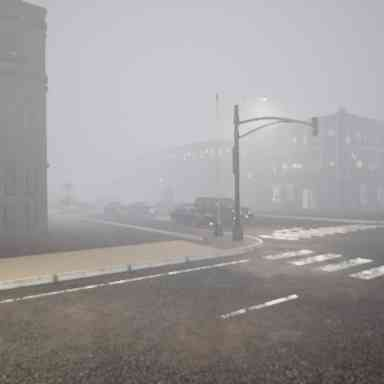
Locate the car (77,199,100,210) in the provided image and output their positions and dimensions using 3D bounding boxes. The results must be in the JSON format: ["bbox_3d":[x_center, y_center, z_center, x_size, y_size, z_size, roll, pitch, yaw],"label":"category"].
[{"bbox_3d":[-16.702,2.153,52.529,1.895,1.301,4.718,-1,0,-35],"label":"car"}]

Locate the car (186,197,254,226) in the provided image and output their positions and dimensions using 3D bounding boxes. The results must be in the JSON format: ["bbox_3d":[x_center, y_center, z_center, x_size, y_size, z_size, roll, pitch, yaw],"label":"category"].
[{"bbox_3d":[2.237,1.406,25.676,2.150,2.045,5.566,-1,0,-35],"label":"car"}]

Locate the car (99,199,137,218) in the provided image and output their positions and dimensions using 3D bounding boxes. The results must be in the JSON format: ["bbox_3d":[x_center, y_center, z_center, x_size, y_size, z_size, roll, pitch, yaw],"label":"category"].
[{"bbox_3d":[-7.901,1.815,35.474,1.967,1.590,4.097,-2,0,-35],"label":"car"}]

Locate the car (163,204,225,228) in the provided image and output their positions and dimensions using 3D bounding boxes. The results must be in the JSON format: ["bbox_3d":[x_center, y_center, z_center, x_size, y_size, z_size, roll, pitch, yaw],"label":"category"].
[{"bbox_3d":[0.035,1.784,24.088,1.947,1.339,4.313,-2,0,-35],"label":"car"}]

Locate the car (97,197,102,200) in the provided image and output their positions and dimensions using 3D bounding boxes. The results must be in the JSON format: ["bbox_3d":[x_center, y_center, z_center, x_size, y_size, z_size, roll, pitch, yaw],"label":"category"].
[{"bbox_3d":[-17.090,1.890,62.894,2.192,1.841,5.009,-2,0,-35],"label":"car"}]

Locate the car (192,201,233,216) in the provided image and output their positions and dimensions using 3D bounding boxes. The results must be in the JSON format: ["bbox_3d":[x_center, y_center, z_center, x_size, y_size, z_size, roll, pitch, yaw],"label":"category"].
[{"bbox_3d":[2.138,1.760,35.812,2.008,1.369,4.403,-2,0,-35],"label":"car"}]

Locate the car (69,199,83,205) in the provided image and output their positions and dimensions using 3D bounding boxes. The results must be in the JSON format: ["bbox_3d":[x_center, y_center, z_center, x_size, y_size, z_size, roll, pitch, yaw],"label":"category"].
[{"bbox_3d":[-26.694,2.315,76.437,1.947,1.339,4.313,-2,0,-35],"label":"car"}]

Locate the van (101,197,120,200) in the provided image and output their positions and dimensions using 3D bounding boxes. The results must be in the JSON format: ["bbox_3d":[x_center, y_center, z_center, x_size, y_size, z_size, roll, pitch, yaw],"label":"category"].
[{"bbox_3d":[-13.885,1.857,58.381,1.690,1.788,3.998,-2,0,-35],"label":"van"}]

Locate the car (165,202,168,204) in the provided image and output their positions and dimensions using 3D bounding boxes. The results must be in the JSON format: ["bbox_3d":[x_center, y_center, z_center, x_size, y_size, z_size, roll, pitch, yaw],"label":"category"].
[{"bbox_3d":[-1.065,1.854,40.327,1.802,1.307,4.206,-2,0,-35],"label":"car"}]

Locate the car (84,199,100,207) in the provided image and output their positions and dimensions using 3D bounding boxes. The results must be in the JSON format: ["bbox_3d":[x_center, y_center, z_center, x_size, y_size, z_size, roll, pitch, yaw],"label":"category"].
[{"bbox_3d":[-20.287,2.178,67.409,1.887,1.381,4.507,-2,0,-35],"label":"car"}]

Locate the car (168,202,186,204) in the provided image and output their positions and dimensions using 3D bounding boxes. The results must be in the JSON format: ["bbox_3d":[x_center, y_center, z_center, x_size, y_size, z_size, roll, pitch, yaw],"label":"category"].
[{"bbox_3d":[-0.244,1.772,34.725,1.812,1.442,4.674,-1,0,-35],"label":"car"}]

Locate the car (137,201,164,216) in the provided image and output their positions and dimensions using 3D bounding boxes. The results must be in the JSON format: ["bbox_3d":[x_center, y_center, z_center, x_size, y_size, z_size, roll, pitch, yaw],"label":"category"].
[{"bbox_3d":[-5.549,1.831,36.652,2.128,1.511,4.902,-1,0,-36],"label":"car"}]

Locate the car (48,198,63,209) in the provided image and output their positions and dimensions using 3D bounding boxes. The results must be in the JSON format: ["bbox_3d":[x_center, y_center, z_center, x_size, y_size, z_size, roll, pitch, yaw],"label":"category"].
[{"bbox_3d":[-23.818,2.202,57.905,1.752,1.417,4.829,-2,0,-35],"label":"car"}]
